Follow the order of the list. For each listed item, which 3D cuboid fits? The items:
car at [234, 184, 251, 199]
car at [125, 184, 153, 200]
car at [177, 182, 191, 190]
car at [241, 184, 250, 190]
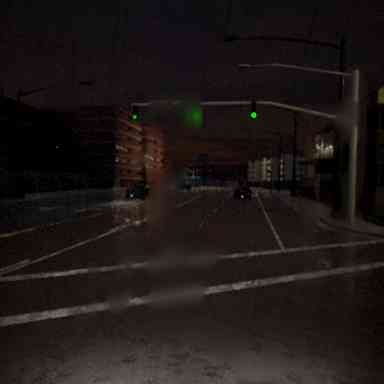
[{"bbox_3d":[5.815,0.031,37.970,1.895,1.301,4.718,1,3,10],"label":"car"},{"bbox_3d":[-5.468,-0.024,34.749,2.128,1.511,4.902,1,3,9],"label":"car"},{"bbox_3d":[-1.346,-1.040,58.659,2.033,1.411,5.357,1,2,10],"label":"car"},{"bbox_3d":[12.138,-1.099,75.545,2.033,1.411,5.357,1,1,10],"label":"car"}]
